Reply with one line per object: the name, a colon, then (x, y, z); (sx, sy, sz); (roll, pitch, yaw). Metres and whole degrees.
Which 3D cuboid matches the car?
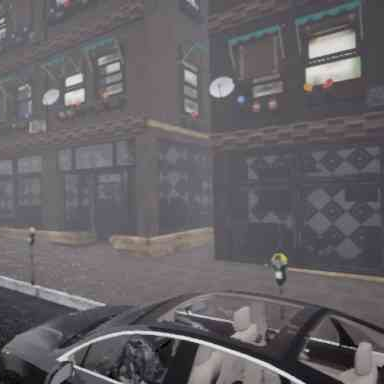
car: (0.096, 1.530, 2.682); (4.403, 1.369, 2.008); (0, -1, 33)
